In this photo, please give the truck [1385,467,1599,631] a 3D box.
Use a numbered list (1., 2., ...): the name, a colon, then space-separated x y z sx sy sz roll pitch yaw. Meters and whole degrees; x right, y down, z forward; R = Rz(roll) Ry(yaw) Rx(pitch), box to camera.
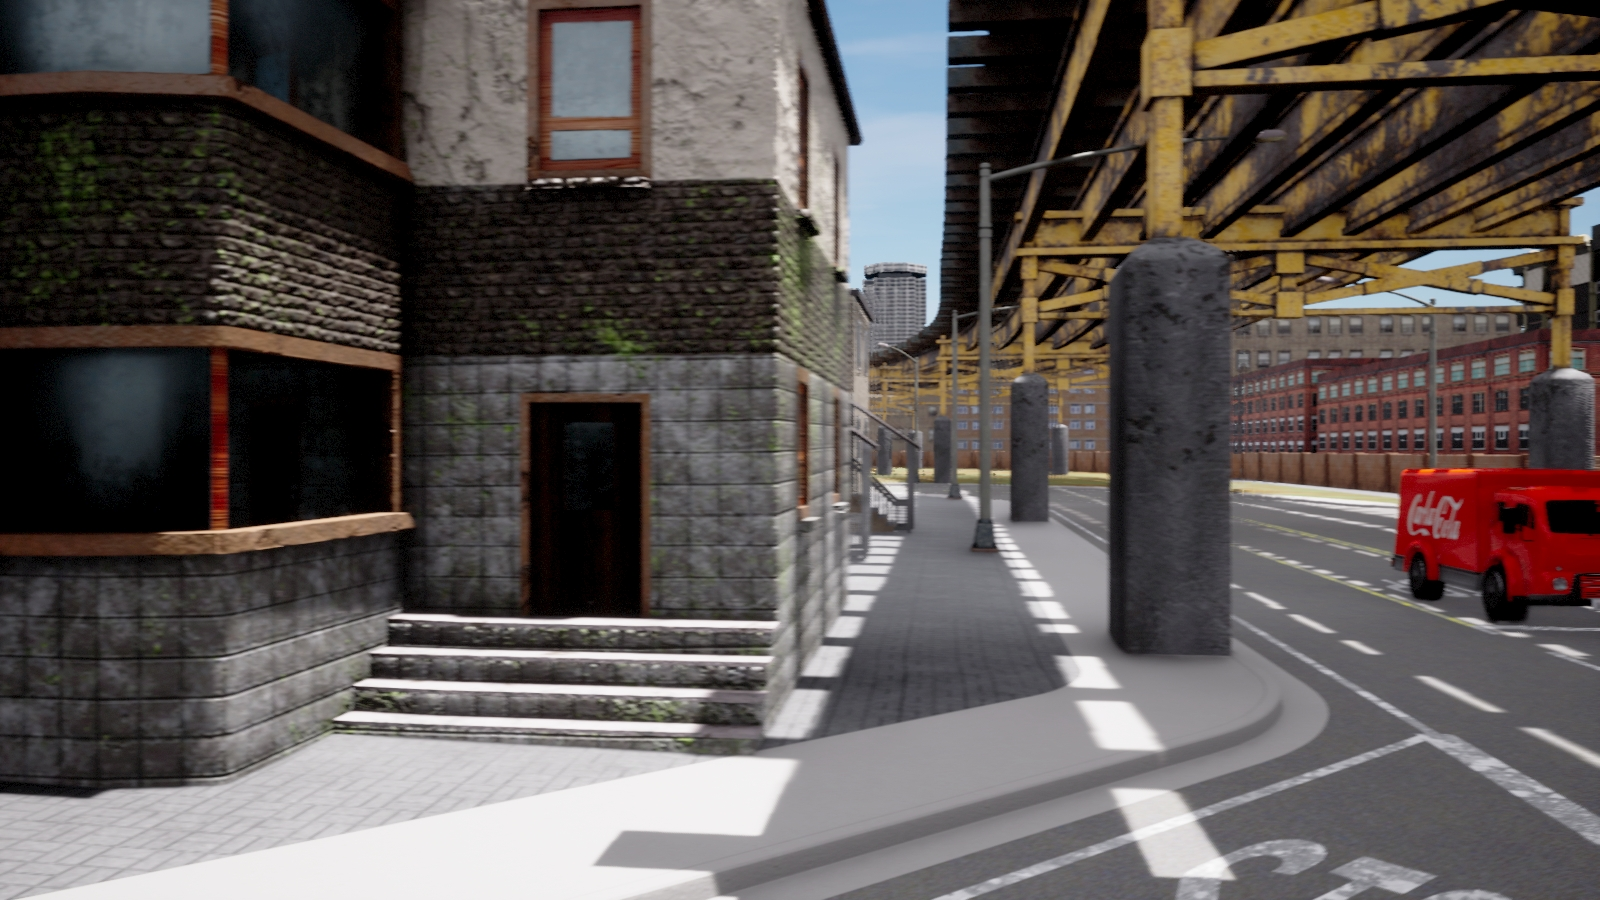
1. truck: 12.689 1.567 20.157 2.627 2.467 5.204 0 0 8
